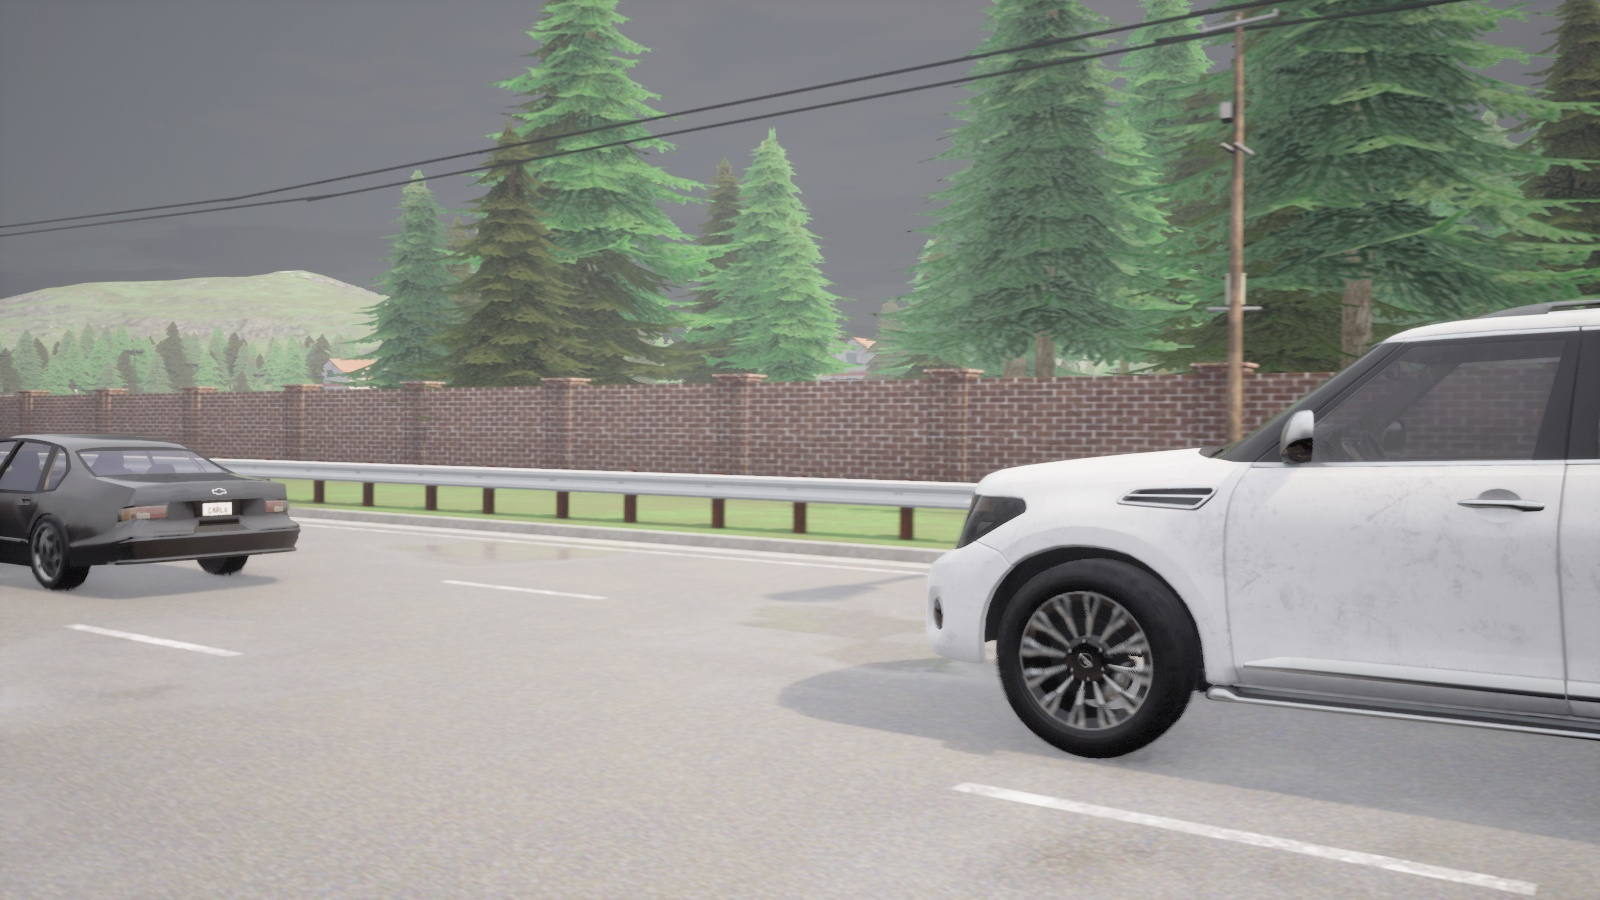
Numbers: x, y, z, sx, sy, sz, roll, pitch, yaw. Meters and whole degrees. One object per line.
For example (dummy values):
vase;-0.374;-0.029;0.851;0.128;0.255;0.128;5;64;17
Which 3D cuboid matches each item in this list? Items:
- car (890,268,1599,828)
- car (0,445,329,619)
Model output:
car;3.366;0.344;5.583;5.566;2.045;2.150;0;1;34
car;-7.327;0.672;12.693;5.357;1.411;2.033;0;1;34
